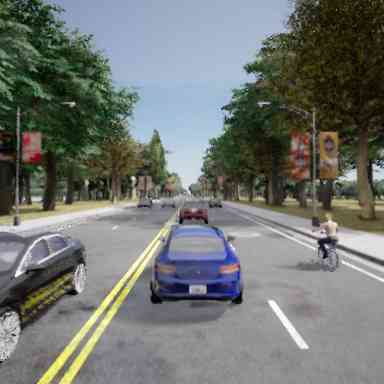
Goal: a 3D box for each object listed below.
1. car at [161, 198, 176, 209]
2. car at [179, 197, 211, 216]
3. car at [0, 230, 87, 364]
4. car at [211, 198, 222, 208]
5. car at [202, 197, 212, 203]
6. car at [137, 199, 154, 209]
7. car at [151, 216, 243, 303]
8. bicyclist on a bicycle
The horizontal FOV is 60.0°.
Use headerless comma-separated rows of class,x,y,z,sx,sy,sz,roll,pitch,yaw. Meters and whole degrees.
car,-3.312,1.618,47.417,1.812,1.442,4.674,0,0,0
car,0.109,1.389,25.864,2.097,1.767,4.553,0,0,0
car,-3.347,1.497,5.882,2.128,1.511,4.902,0,0,0
car,3.370,1.647,49.385,2.033,1.411,5.357,0,0,0
car,3.281,1.791,73.360,1.895,1.301,4.718,0,0,0
car,-6.563,1.639,47.421,2.033,1.411,5.357,0,0,0
car,0.101,1.534,8.090,1.812,1.442,4.674,0,0,0
bicyclist on a bicycle,4.166,1.449,10.247,0.866,1.612,1.509,0,0,0
